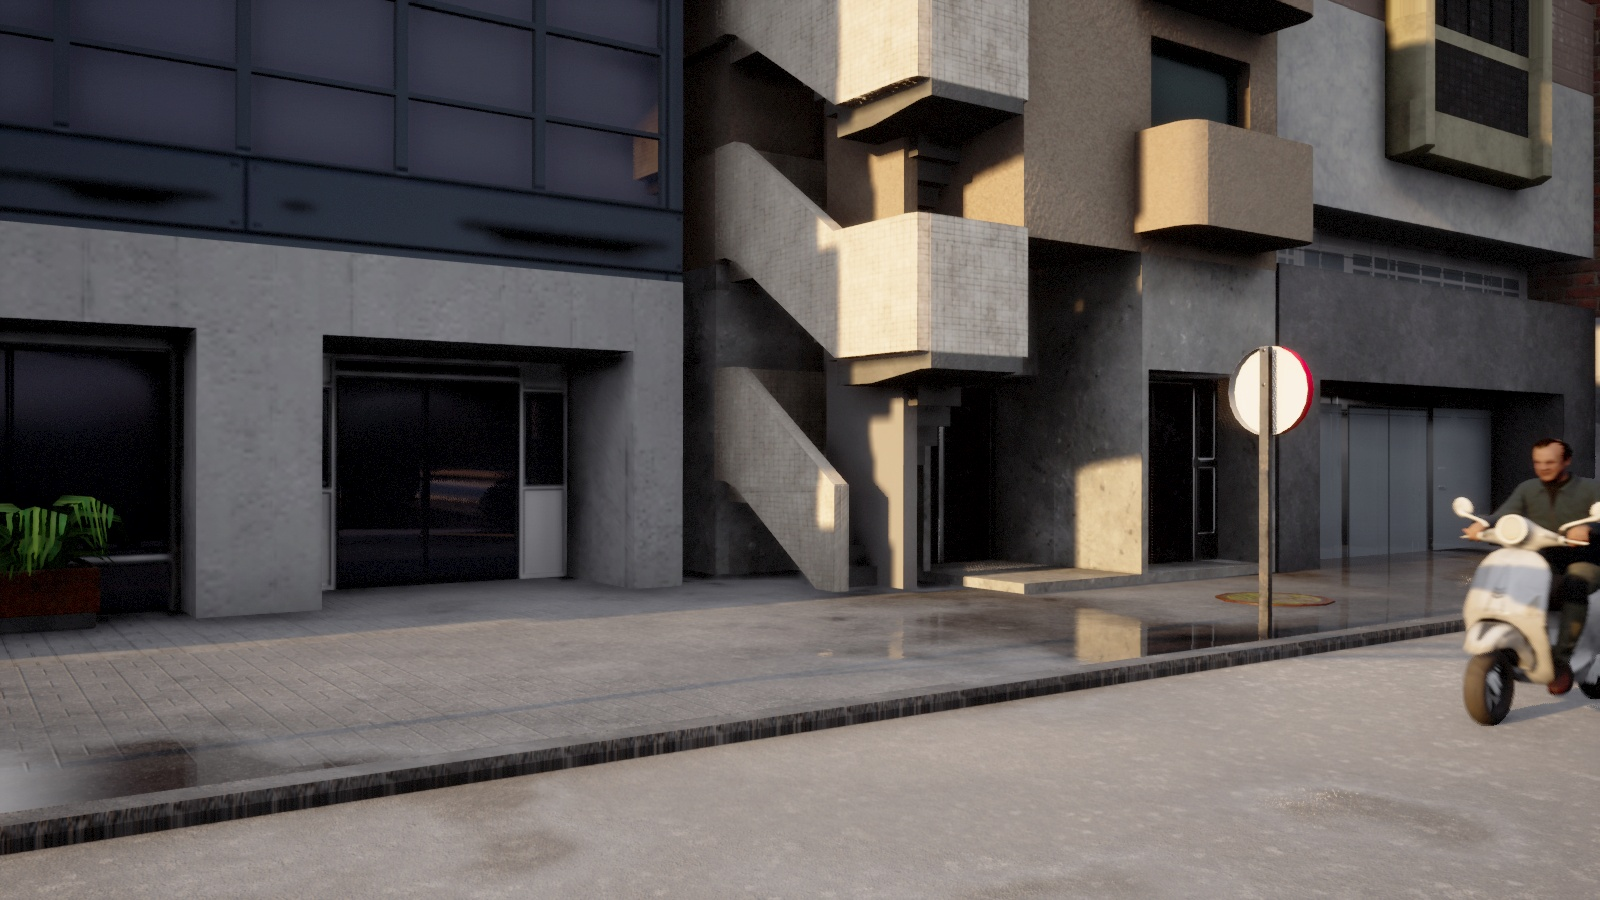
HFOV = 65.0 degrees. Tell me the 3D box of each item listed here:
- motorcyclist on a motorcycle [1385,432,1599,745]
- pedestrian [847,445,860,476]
[{"bbox_3d":[4.304,0.707,7.266,1.817,1.590,0.866,0,0,-35],"label":"motorcyclist on a motorcycle"},{"bbox_3d":[3.191,0.623,74.994,0.402,1.842,0.726,0,0,-36],"label":"pedestrian"}]
